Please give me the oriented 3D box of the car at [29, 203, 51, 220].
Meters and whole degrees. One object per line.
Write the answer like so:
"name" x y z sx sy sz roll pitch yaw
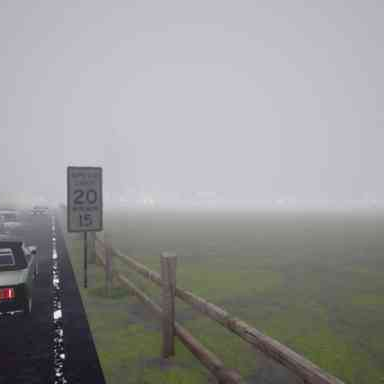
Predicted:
"car" -16.137 2.164 35.197 2.033 1.411 5.357 0 -1 -22

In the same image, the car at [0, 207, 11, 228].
"car" -14.196 1.979 23.124 2.033 1.411 5.357 0 -1 -23

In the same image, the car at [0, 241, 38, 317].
"car" -4.439 1.723 7.249 1.895 1.301 4.718 0 -1 -23

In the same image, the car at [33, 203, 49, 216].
"car" -20.097 2.289 44.497 1.837 1.490 4.892 0 -1 -23

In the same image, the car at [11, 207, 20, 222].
"car" -18.054 2.159 32.400 1.994 1.385 4.181 0 -1 -22
